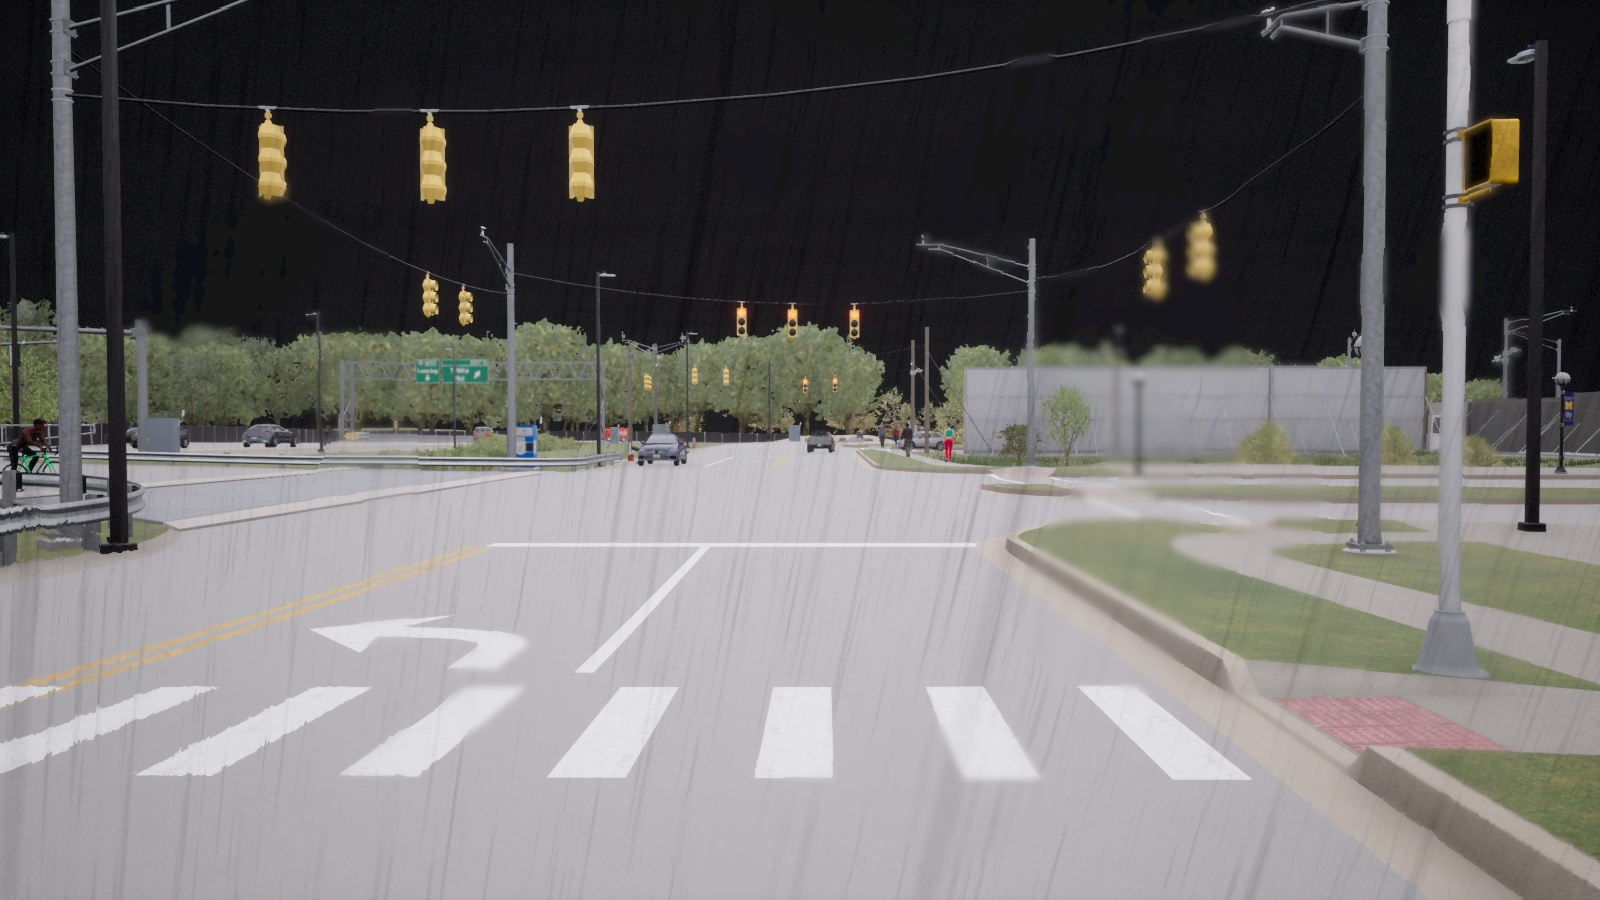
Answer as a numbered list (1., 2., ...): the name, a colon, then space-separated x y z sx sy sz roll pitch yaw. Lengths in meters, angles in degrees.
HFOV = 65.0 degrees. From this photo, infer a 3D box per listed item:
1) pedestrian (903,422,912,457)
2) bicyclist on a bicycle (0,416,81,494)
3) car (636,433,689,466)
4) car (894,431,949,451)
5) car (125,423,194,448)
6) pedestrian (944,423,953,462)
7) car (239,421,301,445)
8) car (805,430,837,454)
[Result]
1. pedestrian: 5.634 -0.557 65.856 0.431 1.840 0.703 0 2 3
2. bicyclist on a bicycle: -16.783 0.111 27.556 1.656 1.620 0.582 -2 0 8
3. car: -6.295 -0.042 57.913 1.812 1.442 4.674 0 1 1
4. car: 9.387 -0.709 97.241 3.806 1.475 1.970 1 2 -9
5. car: -40.517 -0.946 79.601 2.007 1.525 4.514 0 1 1
6. pedestrian: 6.969 -0.365 58.803 0.345 1.836 0.594 0 2 1
7. car: -36.886 -1.194 87.546 2.152 1.651 5.027 0 1 1
8. car: 1.424 -0.557 83.866 1.845 1.501 3.633 0 1 5
